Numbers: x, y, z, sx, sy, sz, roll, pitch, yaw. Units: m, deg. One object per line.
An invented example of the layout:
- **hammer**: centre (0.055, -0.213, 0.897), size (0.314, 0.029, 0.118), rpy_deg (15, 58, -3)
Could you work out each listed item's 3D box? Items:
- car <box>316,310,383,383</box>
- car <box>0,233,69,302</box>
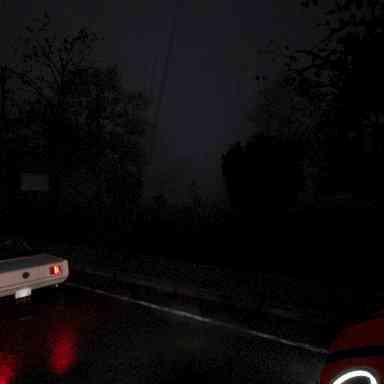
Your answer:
- **car**: centre (3.066, 1.352, 1.842), size (4.553, 1.767, 2.097), rpy_deg (0, 0, 35)
- **car**: centre (-4.960, 1.601, 7.515), size (4.718, 1.301, 1.895), rpy_deg (0, 0, 35)
